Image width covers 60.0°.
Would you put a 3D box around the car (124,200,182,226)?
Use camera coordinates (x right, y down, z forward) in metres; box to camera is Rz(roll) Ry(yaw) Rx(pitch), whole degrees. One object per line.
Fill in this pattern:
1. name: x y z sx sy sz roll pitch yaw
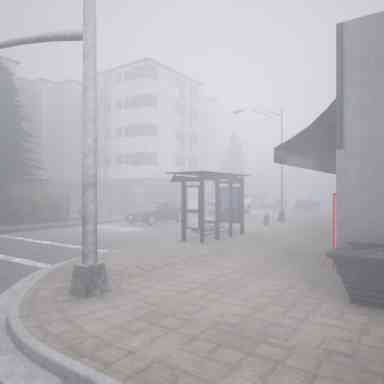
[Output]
1. car: -2.342 1.328 22.191 1.837 1.490 4.892 0 0 36

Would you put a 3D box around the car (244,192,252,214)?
1. car: 3.544 1.045 30.373 2.150 2.045 5.566 0 0 36

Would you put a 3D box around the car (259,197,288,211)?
1. car: 9.488 1.301 38.587 1.882 1.535 5.008 0 0 36

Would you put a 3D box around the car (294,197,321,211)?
1. car: 12.920 1.328 37.105 1.837 1.490 4.892 0 0 36
